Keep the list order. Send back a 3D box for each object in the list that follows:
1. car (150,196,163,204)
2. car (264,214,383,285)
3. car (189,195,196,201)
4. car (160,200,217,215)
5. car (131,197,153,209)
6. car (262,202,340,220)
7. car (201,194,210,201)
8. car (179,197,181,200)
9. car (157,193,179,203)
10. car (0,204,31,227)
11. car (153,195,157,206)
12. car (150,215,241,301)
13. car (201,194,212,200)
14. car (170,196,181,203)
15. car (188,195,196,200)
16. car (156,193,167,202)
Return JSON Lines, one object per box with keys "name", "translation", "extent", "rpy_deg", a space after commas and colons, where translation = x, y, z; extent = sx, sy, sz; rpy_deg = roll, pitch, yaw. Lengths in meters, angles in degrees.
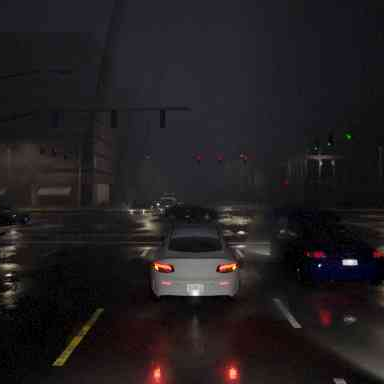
{"name": "car", "translation": [-6.995, 1.564, 65.825], "extent": [1.994, 1.385, 4.181], "rpy_deg": [0, 0, 1]}
{"name": "car", "translation": [3.584, 1.564, 9.538], "extent": [1.994, 1.385, 4.181], "rpy_deg": [0, 0, 0]}
{"name": "car", "translation": [0.052, 1.493, 87.208], "extent": [1.812, 1.442, 4.674], "rpy_deg": [0, 0, 0]}
{"name": "car", "translation": [-0.096, 1.532, 25.629], "extent": [4.181, 1.385, 1.994], "rpy_deg": [0, 0, 0]}
{"name": "car", "translation": [-7.095, 1.478, 46.105], "extent": [1.882, 1.535, 5.008], "rpy_deg": [0, 0, 1]}
{"name": "car", "translation": [7.234, 1.424, 22.080], "extent": [5.008, 1.535, 1.882], "rpy_deg": [0, 0, 0]}
{"name": "car", "translation": [3.552, 1.316, 86.961], "extent": [2.097, 1.767, 4.553], "rpy_deg": [0, 0, 0]}
{"name": "car", "translation": [-3.534, 1.478, 60.591], "extent": [1.882, 1.535, 5.008], "rpy_deg": [0, 0, 0]}
{"name": "car", "translation": [-3.557, 1.222, 50.588], "extent": [2.150, 2.045, 5.566], "rpy_deg": [0, 0, 0]}
{"name": "car", "translation": [-12.960, 1.471, 21.804], "extent": [4.674, 1.442, 1.812], "rpy_deg": [0, 0, 10]}
{"name": "car", "translation": [-7.053, 1.547, 55.869], "extent": [2.033, 1.411, 5.357], "rpy_deg": [0, 0, 0]}
{"name": "car", "translation": [0.075, 1.526, 8.171], "extent": [1.812, 1.442, 4.674], "rpy_deg": [0, 0, 0]}
{"name": "car", "translation": [3.547, 1.546, 78.436], "extent": [1.994, 1.385, 4.181], "rpy_deg": [0, 0, 0]}
{"name": "car", "translation": [-3.458, 1.553, 70.428], "extent": [1.994, 1.385, 4.181], "rpy_deg": [0, 0, 0]}
{"name": "car", "translation": [0.047, 1.518, 77.881], "extent": [2.128, 1.511, 4.902], "rpy_deg": [0, 0, 0]}
{"name": "car", "translation": [-6.954, 1.225, 76.516], "extent": [2.150, 2.045, 5.566], "rpy_deg": [0, 0, 0]}
